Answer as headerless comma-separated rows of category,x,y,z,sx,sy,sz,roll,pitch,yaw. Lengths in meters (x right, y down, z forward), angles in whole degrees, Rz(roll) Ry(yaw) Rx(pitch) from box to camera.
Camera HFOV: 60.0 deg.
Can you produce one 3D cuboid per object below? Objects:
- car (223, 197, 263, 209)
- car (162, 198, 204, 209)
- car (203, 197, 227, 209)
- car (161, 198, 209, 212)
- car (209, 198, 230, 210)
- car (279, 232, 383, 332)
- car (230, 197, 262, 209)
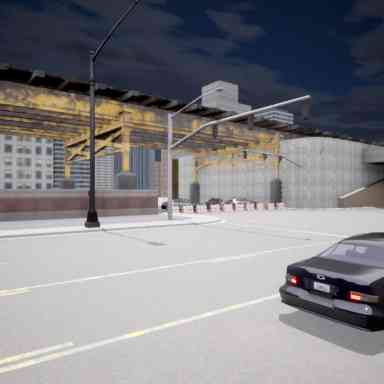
car,6.744,1.452,44.268,4.974,1.542,2.038,0,0,-7
car,-0.962,1.295,37.830,4.536,1.218,1.853,0,0,8
car,2.850,1.295,40.558,1.853,1.218,4.536,0,0,18
car,-0.911,1.453,37.823,4.974,1.542,2.038,0,0,8
car,2.834,1.453,40.508,2.038,1.542,4.974,0,0,18
car,4.098,1.547,6.701,5.357,1.411,2.033,0,0,-35
car,6.693,1.295,44.262,4.536,1.218,1.853,0,0,-7
